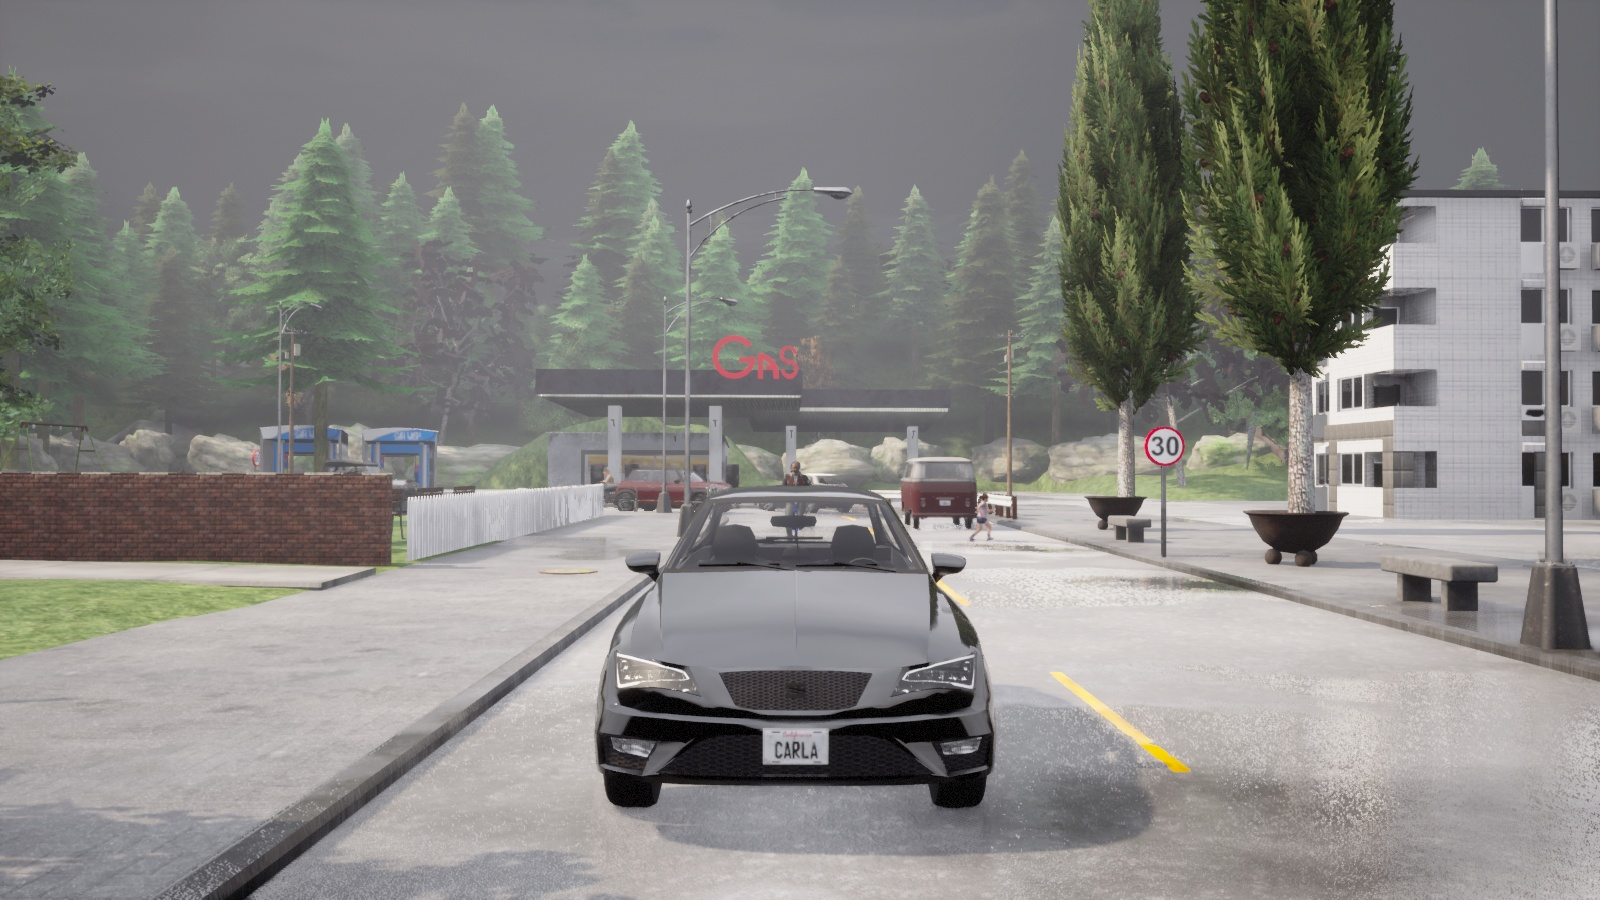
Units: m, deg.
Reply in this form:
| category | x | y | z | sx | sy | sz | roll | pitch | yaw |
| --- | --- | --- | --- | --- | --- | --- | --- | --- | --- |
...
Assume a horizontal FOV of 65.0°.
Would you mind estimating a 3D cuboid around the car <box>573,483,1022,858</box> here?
| category | x | y | z | sx | sy | sz | roll | pitch | yaw |
| --- | --- | --- | --- | --- | --- | --- | --- | --- | --- |
| car | -0.019 | 0.949 | 7.198 | 1.816 | 1.474 | 4.193 | 0 | -1 | 0 |

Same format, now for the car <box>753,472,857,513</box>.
| category | x | y | z | sx | sy | sz | roll | pitch | yaw |
| --- | --- | --- | --- | --- | --- | --- | --- | --- | --- |
| car | 0.138 | 1.580 | 47.638 | 1.970 | 1.475 | 3.806 | 1 | -1 | -39 |

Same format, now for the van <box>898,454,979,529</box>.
| category | x | y | z | sx | sy | sz | roll | pitch | yaw |
| --- | --- | --- | --- | --- | --- | --- | --- | --- | --- |
| van | 3.884 | 1.151 | 35.760 | 1.775 | 1.987 | 4.442 | 0 | -1 | 0 |

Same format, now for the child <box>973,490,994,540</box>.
| category | x | y | z | sx | sy | sz | roll | pitch | yaw |
| --- | --- | --- | --- | --- | --- | --- | --- | --- | --- |
| child | 4.068 | 1.436 | 27.845 | 0.394 | 1.110 | 0.255 | 0 | -1 | -13 |

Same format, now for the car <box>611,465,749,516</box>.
| category | x | y | z | sx | sy | sz | roll | pitch | yaw |
| --- | --- | --- | --- | --- | --- | --- | --- | --- | --- |
| car | -4.387 | 1.462 | 45.966 | 4.553 | 1.767 | 2.097 | -1 | -1 | 21 |

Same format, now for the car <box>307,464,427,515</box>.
| category | x | y | z | sx | sy | sz | roll | pitch | yaw |
| --- | --- | --- | --- | --- | --- | --- | --- | --- | --- |
| car | -16.246 | 1.467 | 47.277 | 3.866 | 1.878 | 1.905 | 0 | -1 | 0 |
